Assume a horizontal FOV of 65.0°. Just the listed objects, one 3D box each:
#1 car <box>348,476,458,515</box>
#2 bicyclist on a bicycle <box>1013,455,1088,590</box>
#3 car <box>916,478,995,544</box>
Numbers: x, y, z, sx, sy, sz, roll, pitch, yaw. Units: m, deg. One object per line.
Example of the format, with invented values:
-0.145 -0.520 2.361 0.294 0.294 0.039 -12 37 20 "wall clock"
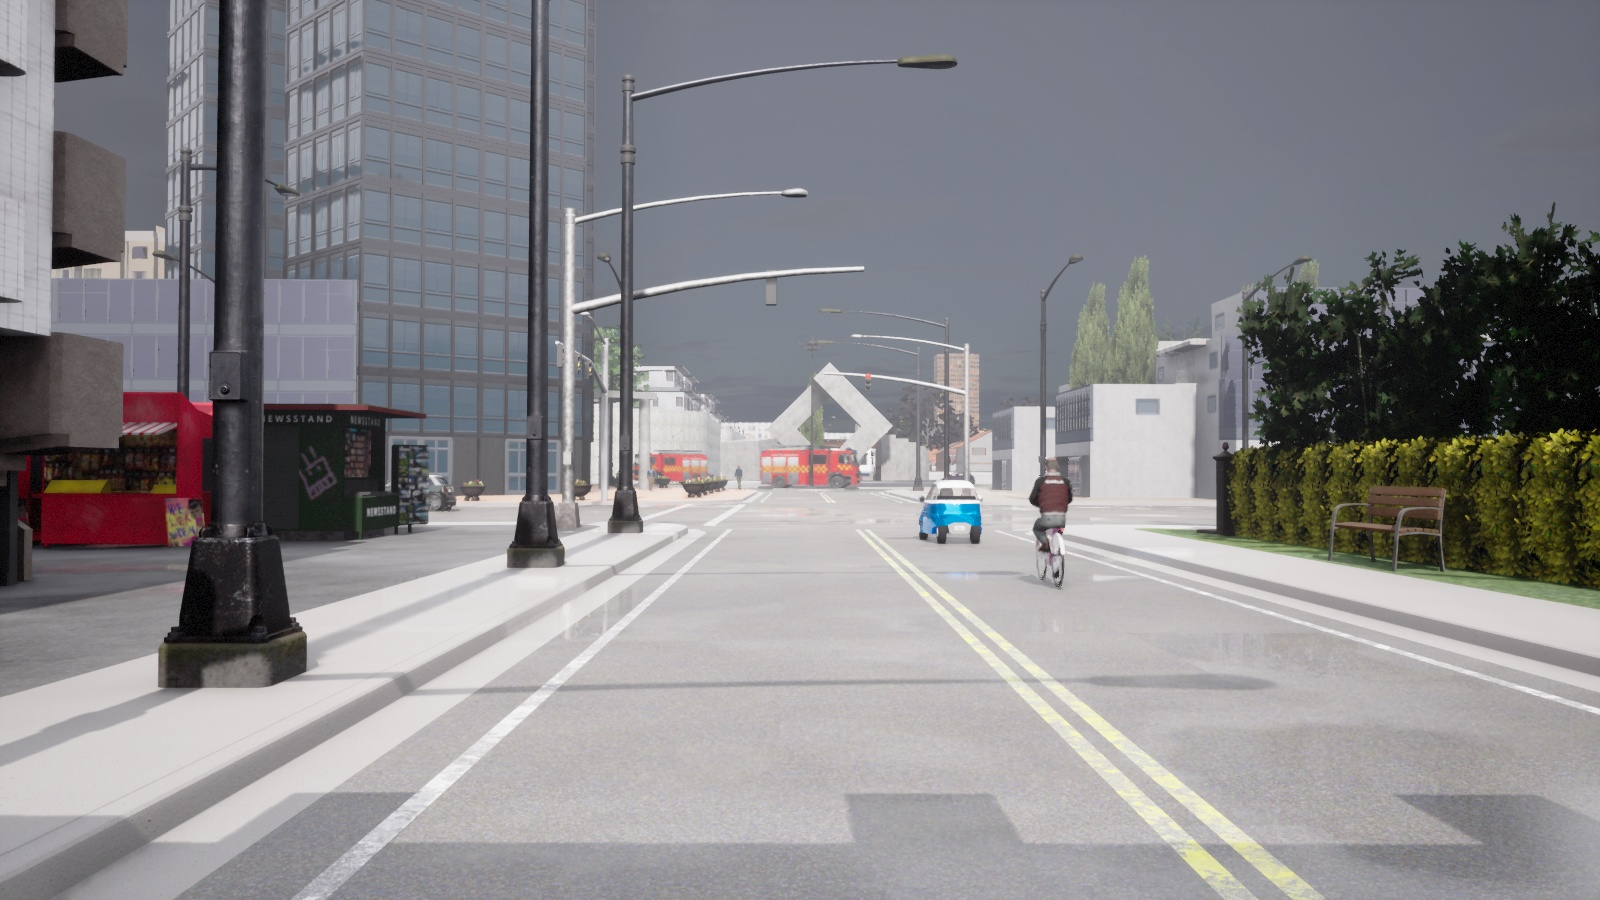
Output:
-16.030 1.840 50.835 3.806 1.475 1.970 -1 -1 -1 "car"
3.455 0.964 17.467 0.659 1.776 1.843 0 -1 0 "bicyclist on a bicycle"
3.429 1.324 27.981 1.481 1.376 2.207 0 -1 0 "car"
